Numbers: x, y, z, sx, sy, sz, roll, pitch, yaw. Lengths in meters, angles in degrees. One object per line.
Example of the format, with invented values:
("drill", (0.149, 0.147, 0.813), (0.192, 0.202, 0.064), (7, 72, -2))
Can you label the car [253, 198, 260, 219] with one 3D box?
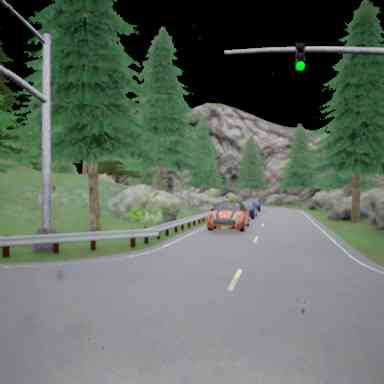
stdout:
("car", (4.653, 1.488, 29.153), (1.882, 1.535, 5.008), (0, 0, 15))

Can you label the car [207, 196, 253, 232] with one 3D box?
("car", (2.310, 1.360, 20.322), (2.097, 1.767, 4.553), (0, 0, 15))
